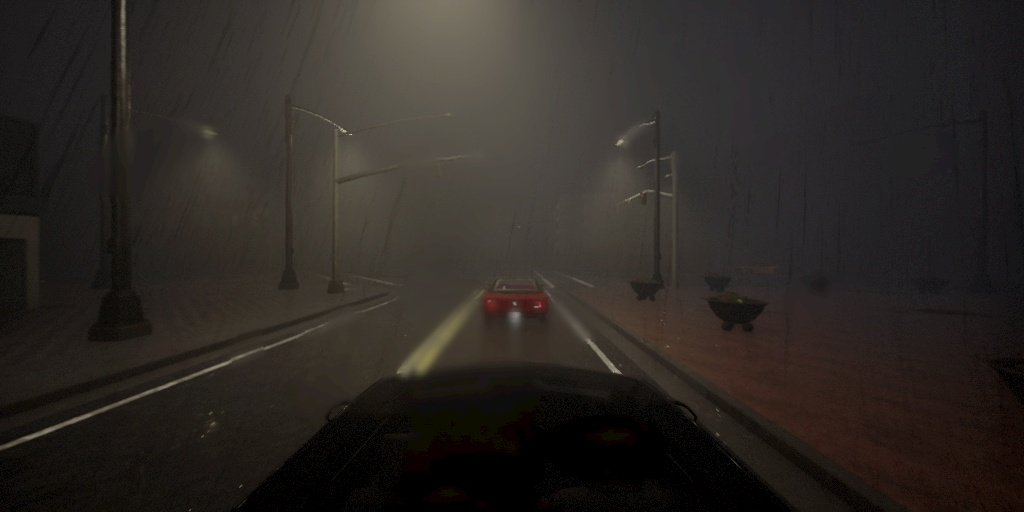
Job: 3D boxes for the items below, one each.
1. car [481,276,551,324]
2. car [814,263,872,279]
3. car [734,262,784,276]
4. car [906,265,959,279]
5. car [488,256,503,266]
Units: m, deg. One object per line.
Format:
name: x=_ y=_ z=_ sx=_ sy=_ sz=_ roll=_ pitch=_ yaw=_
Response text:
car: x=0.135 y=1.313 z=11.813 sx=1.895 sy=1.301 sz=4.718 roll=0 pitch=0 yaw=1
car: x=34.402 y=1.523 z=37.304 sx=5.008 sy=1.535 sz=1.882 roll=1 pitch=0 yaw=0
car: x=28.027 y=1.409 z=40.802 sx=5.008 sy=1.535 sz=1.882 roll=1 pitch=0 yaw=0
car: x=47.788 y=1.791 z=40.733 sx=4.674 sy=1.442 sz=1.812 roll=1 pitch=0 yaw=0
car: x=-3.123 y=0.991 z=63.884 sx=1.882 sy=1.535 sz=5.008 roll=0 pitch=0 yaw=1
